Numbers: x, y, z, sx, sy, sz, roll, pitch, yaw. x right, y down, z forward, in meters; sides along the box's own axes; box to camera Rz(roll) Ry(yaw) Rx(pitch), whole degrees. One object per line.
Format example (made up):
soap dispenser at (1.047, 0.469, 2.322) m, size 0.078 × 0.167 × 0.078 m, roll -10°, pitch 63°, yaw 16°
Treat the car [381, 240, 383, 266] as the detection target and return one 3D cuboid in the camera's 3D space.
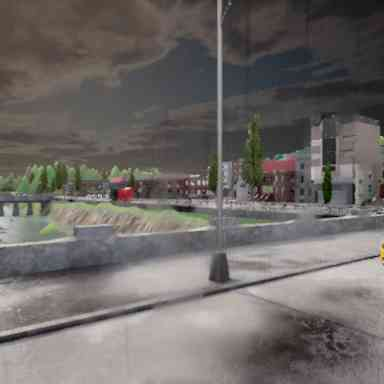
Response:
car at (7.618, 1.487, 10.022) m, size 5.008 × 1.535 × 1.882 m, roll 0°, pitch 0°, yaw -36°
